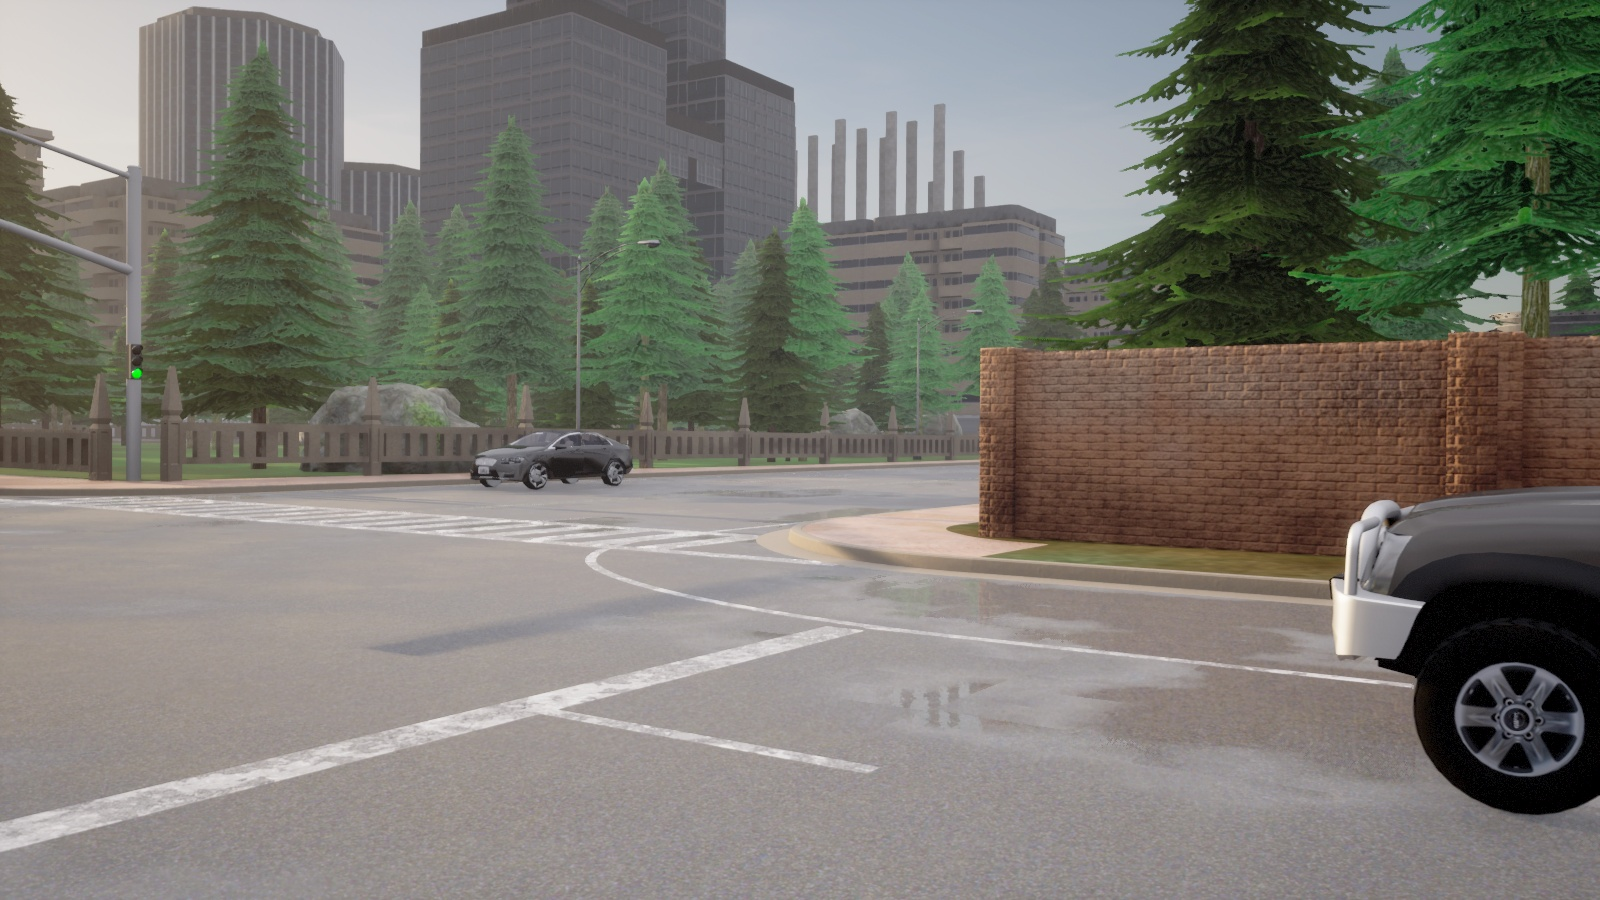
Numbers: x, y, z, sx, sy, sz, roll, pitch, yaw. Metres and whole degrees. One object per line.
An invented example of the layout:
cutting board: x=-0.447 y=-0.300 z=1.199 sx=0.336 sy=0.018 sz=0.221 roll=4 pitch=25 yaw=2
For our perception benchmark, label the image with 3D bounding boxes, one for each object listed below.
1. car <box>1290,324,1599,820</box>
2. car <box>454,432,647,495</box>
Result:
car: x=4.522 y=0.441 z=4.816 sx=4.605 sy=1.855 sz=1.932 roll=0 pitch=1 yaw=34
car: x=-6.455 y=0.303 z=33.067 sx=2.128 sy=1.511 sz=4.902 roll=0 pitch=1 yaw=33
